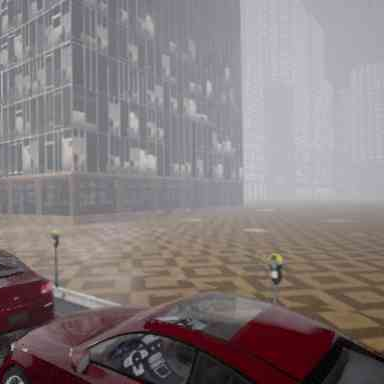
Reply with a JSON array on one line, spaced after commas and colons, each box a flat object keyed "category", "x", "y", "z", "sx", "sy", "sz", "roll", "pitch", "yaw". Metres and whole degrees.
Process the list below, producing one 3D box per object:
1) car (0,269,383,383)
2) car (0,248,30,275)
[{"category": "car", "x": 0.024, "y": 1.583, "z": 2.872, "sx": 4.206, "sy": 1.307, "sz": 1.802, "roll": 0, "pitch": -1, "yaw": 35}, {"category": "car", "x": -4.071, "y": 1.585, "z": 5.790, "sx": 4.206, "sy": 1.307, "sz": 1.802, "roll": 0, "pitch": -1, "yaw": 35}]
